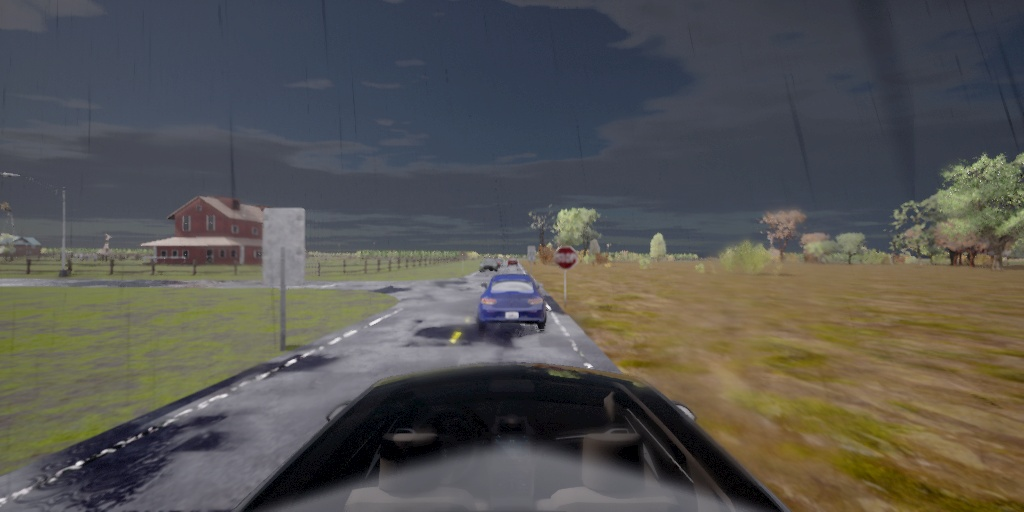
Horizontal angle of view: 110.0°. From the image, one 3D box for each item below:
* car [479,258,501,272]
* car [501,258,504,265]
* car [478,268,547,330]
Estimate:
[{"bbox_3d":[-2.772,1.030,43.465,2.097,1.767,4.553,0,0,0],"label":"car"},{"bbox_3d":[-2.728,1.256,57.978,1.895,1.301,4.718,0,0,0],"label":"car"},{"bbox_3d":[0.002,1.259,10.945,1.812,1.442,4.674,0,0,0],"label":"car"}]
